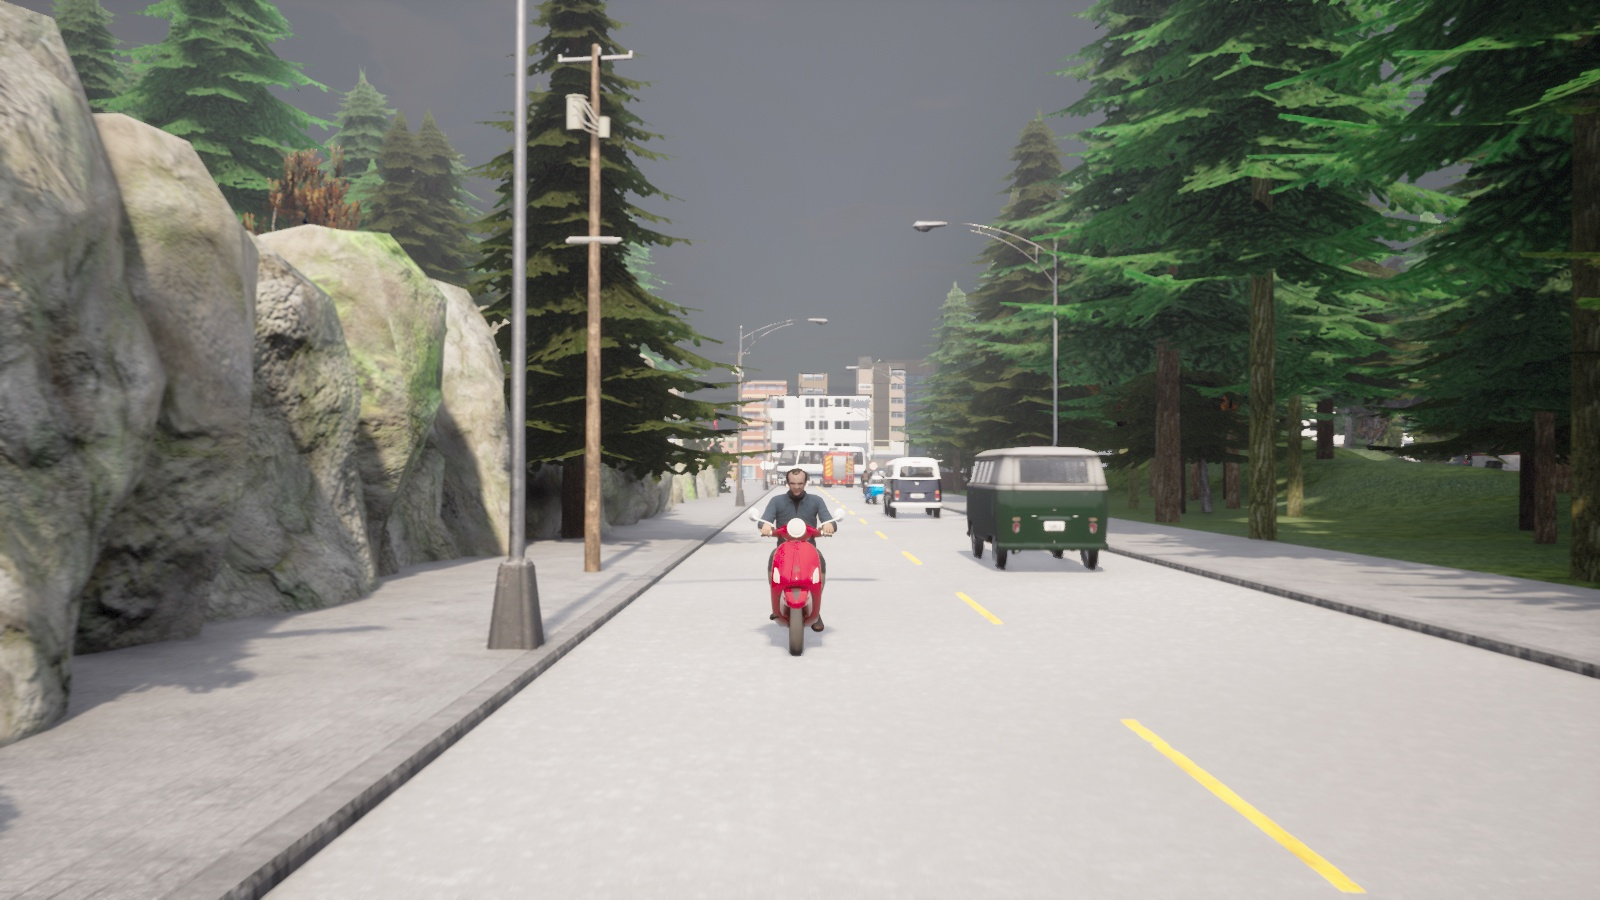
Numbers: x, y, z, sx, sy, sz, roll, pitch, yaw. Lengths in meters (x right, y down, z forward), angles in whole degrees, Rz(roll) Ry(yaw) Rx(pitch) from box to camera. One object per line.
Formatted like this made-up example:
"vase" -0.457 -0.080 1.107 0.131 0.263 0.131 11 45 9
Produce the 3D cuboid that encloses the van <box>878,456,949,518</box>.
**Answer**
"van" 3.912 1.262 44.105 2.069 2.038 4.480 0 -1 0

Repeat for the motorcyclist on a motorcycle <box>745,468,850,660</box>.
"motorcyclist on a motorcycle" -0.023 0.958 11.314 0.866 1.590 1.817 0 -1 0

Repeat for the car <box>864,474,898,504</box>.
"car" 3.881 1.866 60.470 1.481 1.376 2.207 0 0 0

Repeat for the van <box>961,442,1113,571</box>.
"van" 3.956 0.915 21.680 1.775 1.987 4.442 0 -1 0
